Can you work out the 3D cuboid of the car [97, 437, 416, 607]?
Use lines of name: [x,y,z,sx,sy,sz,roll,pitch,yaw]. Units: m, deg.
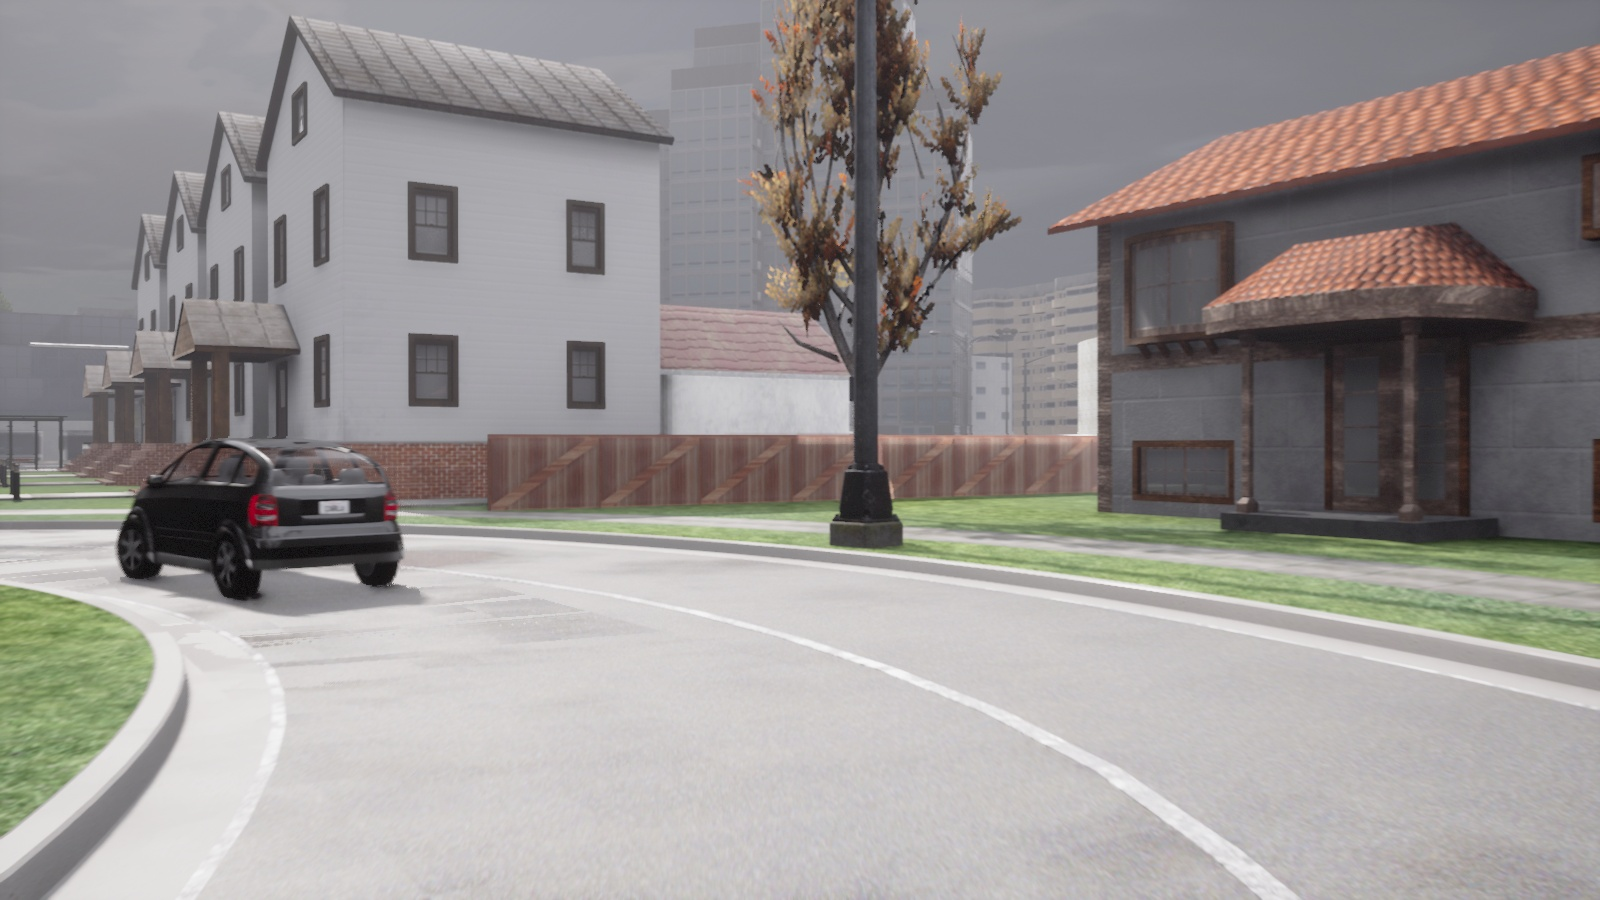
car: [-5.871,0.649,13.388,3.705,1.549,1.789,0,0,43]
